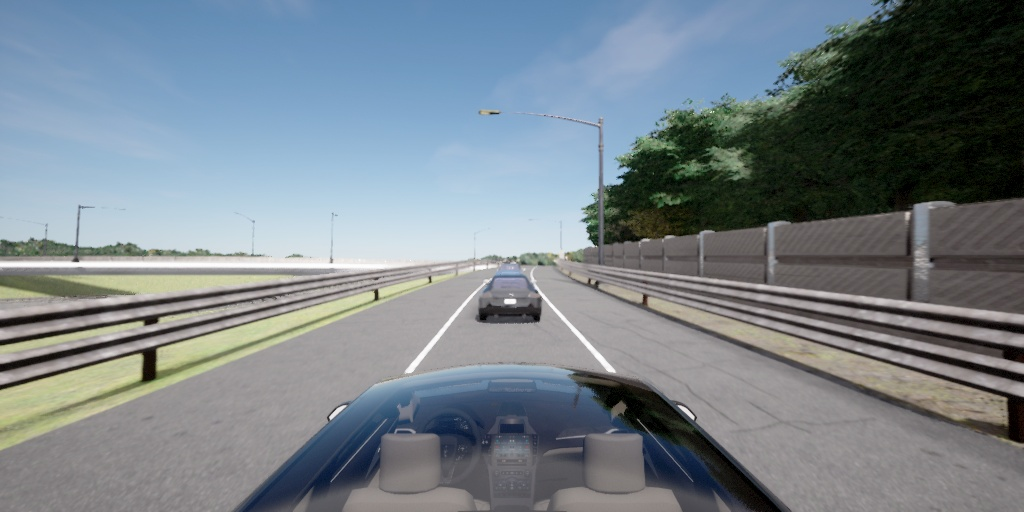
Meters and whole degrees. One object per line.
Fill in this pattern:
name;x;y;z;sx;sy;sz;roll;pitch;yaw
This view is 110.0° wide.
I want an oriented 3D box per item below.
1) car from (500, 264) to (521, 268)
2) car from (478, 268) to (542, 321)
car;-0.109;1.231;24.859;2.033;1.411;5.357;0;0;2
car;-0.068;1.284;12.390;1.994;1.385;4.181;0;0;0
